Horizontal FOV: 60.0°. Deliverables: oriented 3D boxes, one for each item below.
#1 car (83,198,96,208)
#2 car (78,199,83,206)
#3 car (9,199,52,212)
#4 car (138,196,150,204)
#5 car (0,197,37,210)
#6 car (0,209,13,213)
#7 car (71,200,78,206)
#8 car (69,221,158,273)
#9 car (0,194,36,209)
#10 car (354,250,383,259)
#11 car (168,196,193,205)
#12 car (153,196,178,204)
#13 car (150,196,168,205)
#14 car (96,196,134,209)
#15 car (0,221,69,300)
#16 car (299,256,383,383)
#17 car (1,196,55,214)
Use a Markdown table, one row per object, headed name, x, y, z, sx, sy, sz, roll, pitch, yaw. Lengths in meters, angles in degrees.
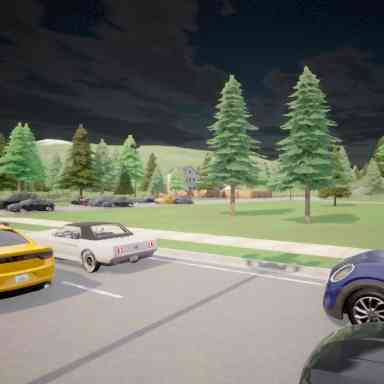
| name | x | y | z | sx | sy | sz | roll | pitch | yaw |
| --- | --- | --- | --- | --- | --- | --- | --- | --- | --- |
| car | -12.700 | 1.352 | 47.728 | 2.097 | 1.767 | 4.553 | 0 | 0 | 36 |
| car | -14.552 | 1.601 | 51.124 | 1.895 | 1.301 | 4.718 | 0 | 0 | 36 |
| car | -18.957 | 1.564 | 39.151 | 1.994 | 1.385 | 4.181 | 0 | 0 | 36 |
| car | -8.542 | 1.526 | 65.229 | 1.812 | 1.442 | 4.674 | 0 | 0 | 37 |
| car | -23.694 | 1.477 | 44.538 | 1.882 | 1.535 | 5.008 | 0 | 0 | 36 |
| car | -10.861 | 1.601 | 16.006 | 4.718 | 1.301 | 1.895 | 0 | 0 | 35 |
| car | -17.086 | 1.601 | 53.588 | 1.895 | 1.301 | 4.718 | 0 | 0 | 36 |
| car | -3.453 | 1.601 | 10.738 | 4.718 | 1.301 | 1.895 | 0 | 0 | 35 |
| car | -21.869 | 1.222 | 41.101 | 2.150 | 2.045 | 5.566 | 0 | 0 | 36 |
| car | 4.480 | 1.352 | 5.081 | 4.553 | 1.767 | 2.097 | 0 | 0 | 36 |
| car | -1.635 | 1.564 | 56.937 | 1.994 | 1.385 | 4.181 | 0 | 0 | 36 |
| car | -5.011 | 1.492 | 64.140 | 2.128 | 1.511 | 4.902 | 0 | 0 | 36 |
| car | -4.573 | 1.478 | 58.850 | 1.882 | 1.535 | 5.008 | 0 | 0 | 36 |
| car | -10.124 | 1.505 | 45.324 | 1.837 | 1.490 | 4.892 | 0 | 0 | 36 |
| car | -5.235 | 1.478 | 7.708 | 5.008 | 1.535 | 1.882 | 0 | 0 | 35 |
| car | 3.085 | 1.505 | 1.775 | 4.892 | 1.490 | 1.837 | 0 | 0 | 35 |
| car | -17.166 | 1.505 | 35.652 | 1.837 | 1.490 | 4.892 | 0 | 0 | 36 |
